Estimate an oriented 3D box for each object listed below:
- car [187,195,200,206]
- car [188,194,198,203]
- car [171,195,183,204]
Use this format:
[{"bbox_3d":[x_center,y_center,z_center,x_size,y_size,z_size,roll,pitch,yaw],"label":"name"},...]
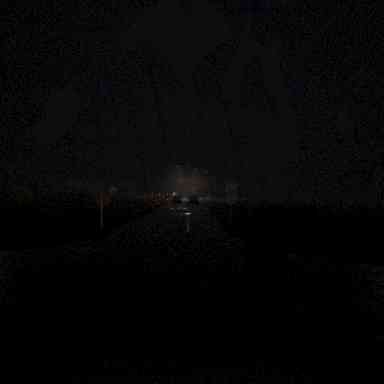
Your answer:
[{"bbox_3d":[0.203,1.396,52.772,1.812,1.442,4.674,0,1,0],"label":"car"},{"bbox_3d":[0.243,1.248,62.806,1.837,1.490,4.892,0,1,0],"label":"car"},{"bbox_3d":[-2.527,1.291,57.810,1.882,1.535,5.008,0,1,0],"label":"car"}]
